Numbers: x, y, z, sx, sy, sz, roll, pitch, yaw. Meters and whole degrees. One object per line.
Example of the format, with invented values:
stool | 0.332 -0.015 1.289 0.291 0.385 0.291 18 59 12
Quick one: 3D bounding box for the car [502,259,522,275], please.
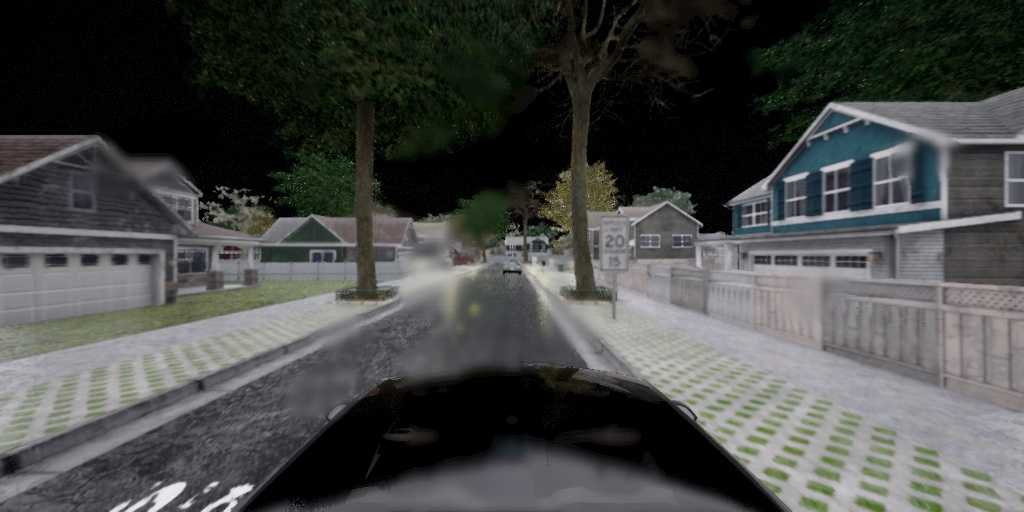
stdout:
car | 0.014 1.211 37.769 1.994 1.385 4.181 0 0 0
